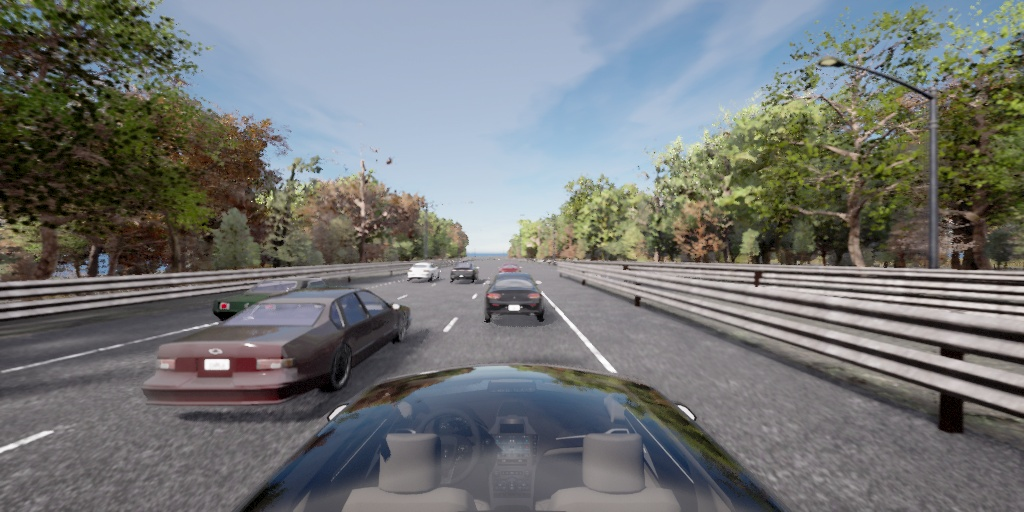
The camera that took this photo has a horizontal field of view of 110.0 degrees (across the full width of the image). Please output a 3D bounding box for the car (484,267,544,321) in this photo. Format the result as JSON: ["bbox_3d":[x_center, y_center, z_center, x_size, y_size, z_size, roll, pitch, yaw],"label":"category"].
[{"bbox_3d":[0.046,1.275,12.280,1.812,1.442,4.674,0,0,0],"label":"car"}]

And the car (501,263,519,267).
[{"bbox_3d":[-0.177,1.283,29.296,1.812,1.442,4.674,0,0,-1],"label":"car"}]

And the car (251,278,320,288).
[{"bbox_3d":[-6.946,1.352,11.688,1.895,1.301,4.718,0,0,0],"label":"car"}]

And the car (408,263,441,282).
[{"bbox_3d":[-7.179,1.285,29.388,1.812,1.442,4.674,0,0,-1],"label":"car"}]

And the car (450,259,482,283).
[{"bbox_3d":[-3.658,1.249,28.167,2.128,1.511,4.902,0,0,-1],"label":"car"}]

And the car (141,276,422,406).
[{"bbox_3d":[-3.417,1.297,6.650,2.033,1.411,5.357,0,0,0],"label":"car"}]
